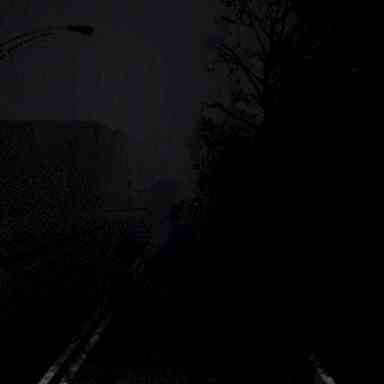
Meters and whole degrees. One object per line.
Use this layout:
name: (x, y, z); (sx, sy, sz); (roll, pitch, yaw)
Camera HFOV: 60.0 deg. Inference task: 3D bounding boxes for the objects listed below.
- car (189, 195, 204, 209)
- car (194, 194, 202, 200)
car: (0.585, 1.475, 43.968); (1.994, 1.385, 4.181); (0, 0, 1)
car: (1.559, 1.272, 79.874); (1.895, 1.301, 4.718); (0, 0, 2)
